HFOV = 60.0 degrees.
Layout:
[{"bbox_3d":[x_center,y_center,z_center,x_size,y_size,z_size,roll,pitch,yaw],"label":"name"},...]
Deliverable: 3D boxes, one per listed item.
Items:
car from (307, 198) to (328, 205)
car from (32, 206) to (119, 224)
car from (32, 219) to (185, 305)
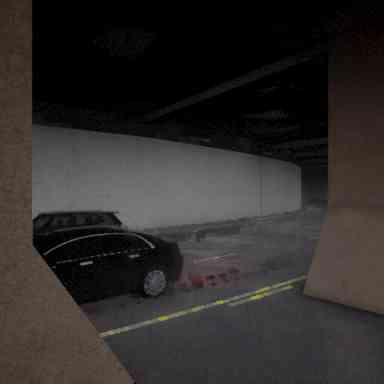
[{"bbox_3d":[21.794,1.601,56.822,1.895,1.301,4.718,0,0,-11],"label":"car"},{"bbox_3d":[-4.060,1.352,9.937,4.553,1.767,2.097,0,0,-39],"label":"car"},{"bbox_3d":[-2.417,1.505,6.791,4.892,1.490,1.837,0,0,-38],"label":"car"}]
